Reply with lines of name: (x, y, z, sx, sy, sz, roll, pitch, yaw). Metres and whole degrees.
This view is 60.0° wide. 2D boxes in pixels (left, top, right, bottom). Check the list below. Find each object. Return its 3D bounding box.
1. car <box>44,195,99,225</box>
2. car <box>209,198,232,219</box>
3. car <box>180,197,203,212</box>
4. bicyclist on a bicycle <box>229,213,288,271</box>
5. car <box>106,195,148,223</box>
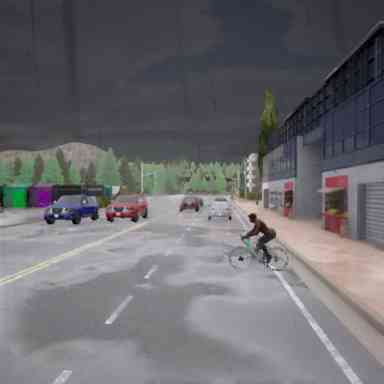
car: (-8.681, 1.216, 24.599, 2.150, 2.045, 5.566, 0, 0, 5)
car: (2.399, 1.519, 28.478, 1.812, 1.442, 4.674, 0, 0, 5)
car: (-0.140, 1.343, 39.618, 2.097, 1.767, 4.553, 0, 0, 5)
bicyclist on a bicycle: (1.864, 1.425, 9.334, 1.656, 1.620, 0.582, 0, 0, 5)
car: (-4.942, 1.220, 26.185, 2.150, 2.045, 5.566, 0, 0, 5)
